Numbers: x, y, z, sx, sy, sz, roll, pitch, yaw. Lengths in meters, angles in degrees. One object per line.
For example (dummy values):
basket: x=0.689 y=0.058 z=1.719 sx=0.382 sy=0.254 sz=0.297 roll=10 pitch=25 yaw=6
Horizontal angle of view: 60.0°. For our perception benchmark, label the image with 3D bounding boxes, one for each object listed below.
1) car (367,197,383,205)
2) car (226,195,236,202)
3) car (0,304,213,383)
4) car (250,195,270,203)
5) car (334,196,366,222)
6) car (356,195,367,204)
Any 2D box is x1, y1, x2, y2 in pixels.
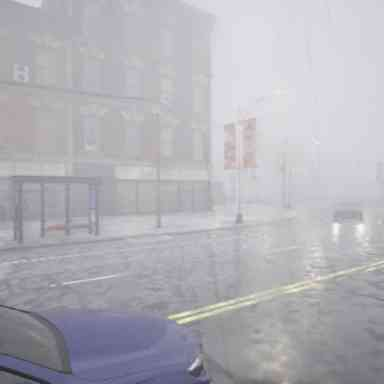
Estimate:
car: x=28.789 y=1.367 z=49.528 sx=1.895 sy=1.301 sz=4.718 roll=0 pitch=0 yaw=-6
car: x=6.694 y=1.285 z=67.242 sx=1.882 sy=1.535 sz=5.008 roll=0 pitch=0 yaw=-35
car: x=-1.983 y=1.527 z=2.332 sx=4.674 sy=1.442 sz=1.812 roll=0 pitch=0 yaw=-35
car: x=12.893 y=1.304 z=64.107 sx=1.812 sy=1.442 sz=4.674 roll=0 pitch=0 yaw=-29
car: x=12.017 y=1.370 z=25.447 sx=1.882 sy=1.535 sz=5.008 roll=0 pitch=0 yaw=26
car: x=27.476 y=1.282 z=55.106 sx=2.002 sy=1.452 sz=4.674 roll=0 pitch=0 yaw=-16
